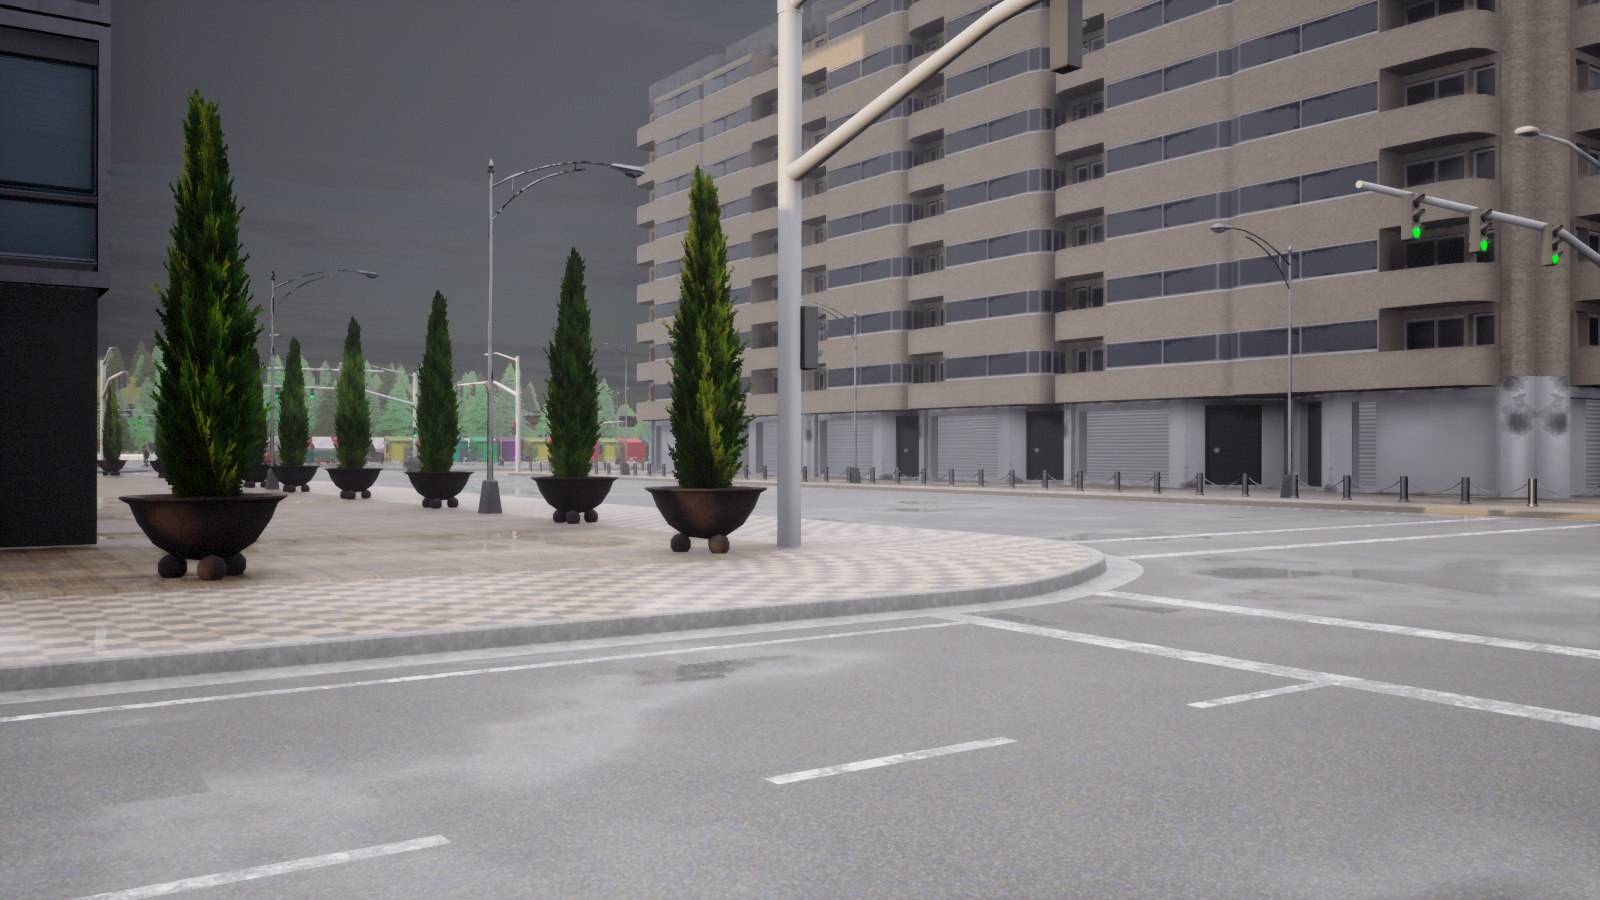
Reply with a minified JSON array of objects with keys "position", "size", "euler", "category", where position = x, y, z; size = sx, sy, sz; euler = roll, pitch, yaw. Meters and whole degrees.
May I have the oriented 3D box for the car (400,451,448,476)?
[{"position":[-25.034,0.875,83.640],"size":[1.851,1.617,3.988],"euler":[0,0,-36],"category":"car"}]
